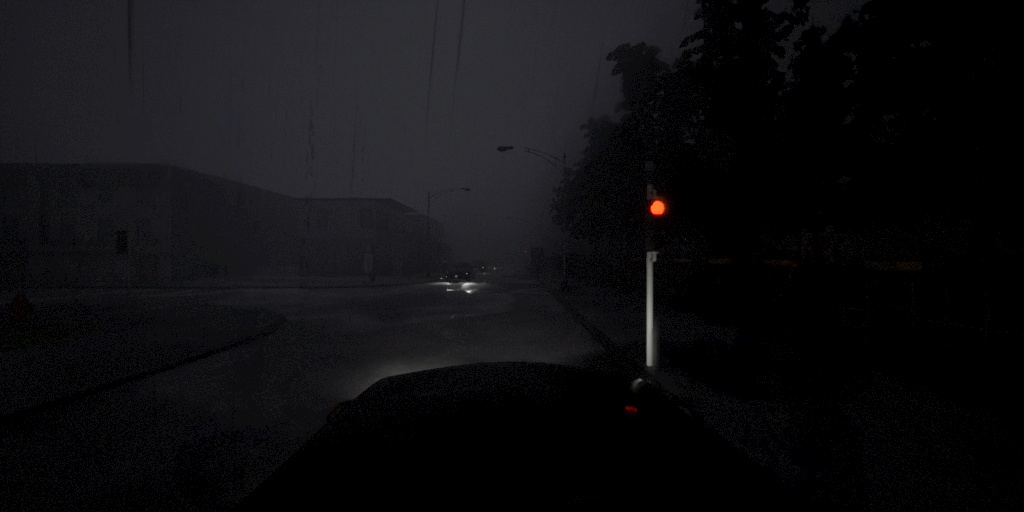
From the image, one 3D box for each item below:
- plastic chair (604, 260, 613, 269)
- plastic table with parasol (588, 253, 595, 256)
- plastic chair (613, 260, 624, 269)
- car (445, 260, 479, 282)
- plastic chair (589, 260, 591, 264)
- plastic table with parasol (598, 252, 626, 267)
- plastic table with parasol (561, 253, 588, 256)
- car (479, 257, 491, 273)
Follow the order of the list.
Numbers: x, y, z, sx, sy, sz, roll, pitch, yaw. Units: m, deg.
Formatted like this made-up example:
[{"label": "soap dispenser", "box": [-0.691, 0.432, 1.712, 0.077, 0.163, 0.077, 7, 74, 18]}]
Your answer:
[{"label": "plastic chair", "box": [14.364, 1.298, 54.215, 0.730, 1.272, 0.750, 0, 0, -35]}, {"label": "plastic table with parasol", "box": [14.722, 0.664, 63.330, 2.482, 2.480, 2.482, 0, 0, -42]}, {"label": "plastic chair", "box": [16.070, 1.289, 54.116, 0.750, 1.272, 0.730, 0, 0, -40]}, {"label": "car", "box": [-4.094, 1.251, 28.899, 1.837, 1.490, 4.892, 0, 0, 1]}, {"label": "plastic chair", "box": [13.770, 1.296, 62.443, 0.730, 1.272, 0.750, 0, 0, -35]}, {"label": "plastic table with parasol", "box": [15.338, 0.687, 55.116, 2.482, 2.480, 2.482, 0, 0, -40]}, {"label": "plastic table with parasol", "box": [10.021, 0.676, 57.859, 2.482, 2.480, 2.482, 0, 0, -40]}, {"label": "car", "box": [-4.051, 1.243, 44.519, 1.837, 1.490, 4.892, 0, 2, 1]}]
